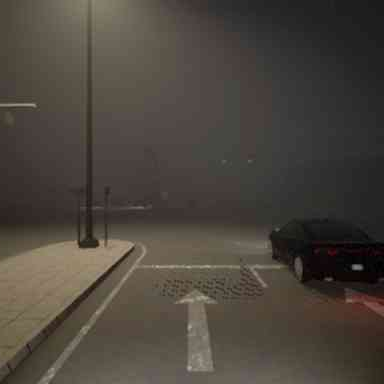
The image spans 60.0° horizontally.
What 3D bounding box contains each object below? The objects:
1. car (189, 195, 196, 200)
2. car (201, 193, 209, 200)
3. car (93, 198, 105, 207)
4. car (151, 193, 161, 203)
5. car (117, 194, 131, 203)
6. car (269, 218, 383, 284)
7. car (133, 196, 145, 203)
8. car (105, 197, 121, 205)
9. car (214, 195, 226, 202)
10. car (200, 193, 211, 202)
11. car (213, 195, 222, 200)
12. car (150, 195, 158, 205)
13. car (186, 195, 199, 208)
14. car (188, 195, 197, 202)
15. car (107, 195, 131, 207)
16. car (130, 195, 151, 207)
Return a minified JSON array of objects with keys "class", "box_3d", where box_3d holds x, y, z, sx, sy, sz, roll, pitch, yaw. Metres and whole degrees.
[{"class":"car","box_3d":[0.018,1.576,91.130,1.895,1.301,4.718,0,0,0]},{"class":"car","box_3d":[3.518,1.206,91.130,2.150,2.045,5.566,0,0,0]},{"class":"car","box_3d":[-15.059,1.622,53.448,1.994,1.385,4.181,0,0,0]},{"class":"car","box_3d":[-7.986,1.304,71.778,2.150,2.045,5.566,0,0,0]},{"class":"car","box_3d":[-14.985,1.436,73.134,2.097,1.767,4.553,0,0,0]},{"class":"car","box_3d":[3.591,1.489,9.684,1.882,1.535,5.008,0,0,0]},{"class":"car","box_3d":[-11.485,1.604,72.216,1.812,1.442,4.674,0,0,0]},{"class":"car","box_3d":[-14.987,1.633,63.144,1.994,1.385,4.181,0,0,0]},{"class":"car","box_3d":[7.016,1.438,81.065,2.097,1.767,4.553,0,0,0]},{"class":"car","box_3d":[3.516,1.635,81.095,1.994,1.385,4.181,0,0,0]},{"class":"car","box_3d":[7.018,1.520,91.099,2.033,1.411,5.357,0,0,0]},{"class":"car","box_3d":[-8.016,1.668,61.207,1.895,1.301,4.718,0,0,1]},{"class":"car","box_3d":[0.010,1.533,50.069,1.882,1.535,5.008,0,0,0]},{"class":"car","box_3d":[0.016,1.605,80.680,2.128,1.511,4.902,0,0,0]},{"class":"car","box_3d":[-11.561,1.536,53.260,1.882,1.535,5.008,0,0,0]},{"class":"car","box_3d":[-8.066,1.622,52.452,1.994,1.385,4.181,0,0,0]}]
